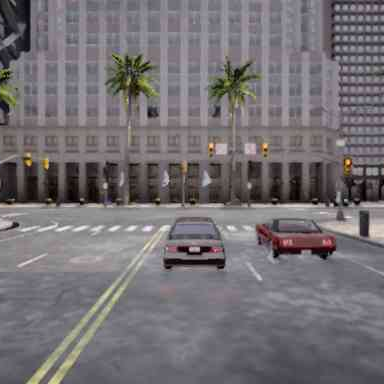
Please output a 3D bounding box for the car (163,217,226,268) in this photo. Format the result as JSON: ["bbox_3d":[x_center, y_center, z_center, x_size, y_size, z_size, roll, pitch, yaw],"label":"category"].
[{"bbox_3d":[0.079,1.545,11.195,2.033,1.411,5.357,0,0,0],"label":"car"}]

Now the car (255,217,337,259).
[{"bbox_3d":[3.622,1.598,12.574,1.895,1.301,4.718,0,0,1],"label":"car"}]
